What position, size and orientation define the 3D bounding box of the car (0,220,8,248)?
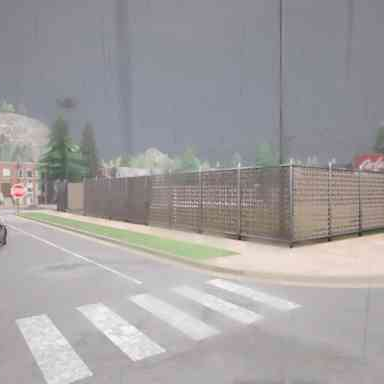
[{"bbox_3d":[-8.237,1.560,12.502,1.994,1.385,4.181,0,0,-23],"label":"car"}]
